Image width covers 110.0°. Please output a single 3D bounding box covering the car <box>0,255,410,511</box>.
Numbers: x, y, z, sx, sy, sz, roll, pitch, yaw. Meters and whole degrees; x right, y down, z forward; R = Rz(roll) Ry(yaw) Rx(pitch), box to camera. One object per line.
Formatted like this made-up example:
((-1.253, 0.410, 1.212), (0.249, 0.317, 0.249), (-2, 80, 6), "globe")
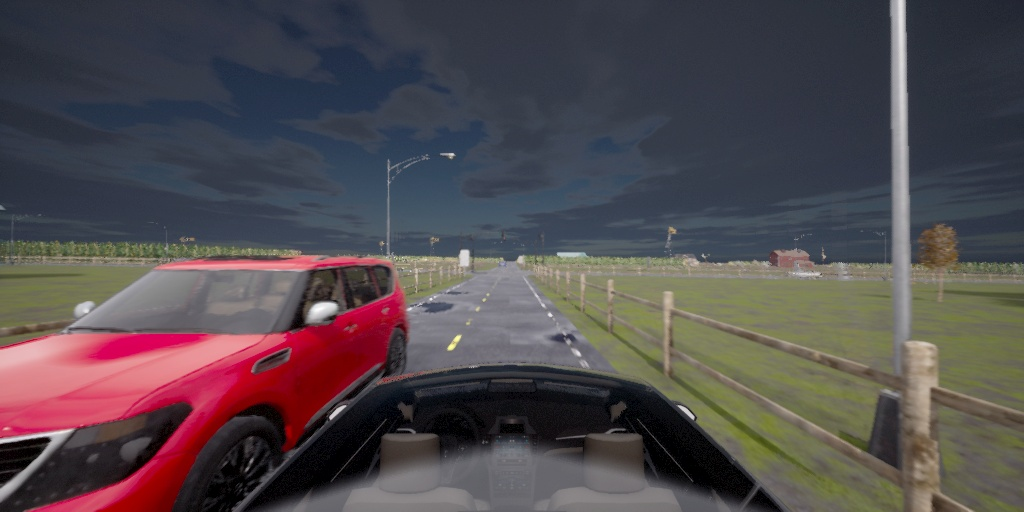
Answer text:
((-2.849, 1.000, 4.138), (2.150, 2.045, 5.566), (0, -1, 0), "car")
